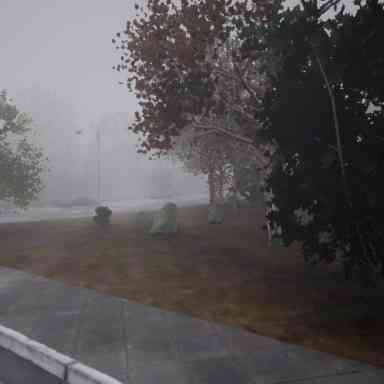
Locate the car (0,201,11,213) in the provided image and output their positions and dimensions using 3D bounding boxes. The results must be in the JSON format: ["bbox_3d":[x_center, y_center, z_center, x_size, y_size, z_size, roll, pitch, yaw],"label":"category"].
[{"bbox_3d":[-22.151,1.532,35.556,1.837,1.490,4.892,0,1,39],"label":"car"}]

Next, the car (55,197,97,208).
[{"bbox_3d":[-15.242,1.319,44.134,2.033,1.411,5.357,0,2,38],"label":"car"}]

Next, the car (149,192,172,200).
[{"bbox_3d":[-5.292,0.645,56.414,1.994,1.385,4.181,0,3,39],"label":"car"}]
